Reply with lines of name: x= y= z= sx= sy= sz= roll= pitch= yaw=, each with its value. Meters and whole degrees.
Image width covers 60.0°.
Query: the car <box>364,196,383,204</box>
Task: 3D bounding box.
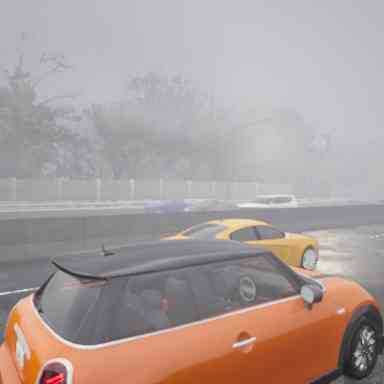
car: x=31.062 y=1.428 z=56.144 sx=4.553 sy=1.767 sz=2.097 roll=0 pitch=0 yaw=-35

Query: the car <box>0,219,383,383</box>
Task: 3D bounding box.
car: x=0.316 y=1.354 z=3.973 sx=4.553 sy=1.767 sz=2.097 roll=0 pitch=0 yaw=-35

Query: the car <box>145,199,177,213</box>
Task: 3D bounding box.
car: x=-2.204 y=1.494 z=32.513 sx=5.008 sy=1.535 sz=1.882 roll=0 pitch=0 yaw=-35

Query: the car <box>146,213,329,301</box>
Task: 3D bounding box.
car: x=1.427 y=1.484 z=9.063 sx=5.008 sy=1.535 sz=1.882 roll=0 pitch=0 yaw=-36

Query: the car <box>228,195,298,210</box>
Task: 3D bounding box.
car: x=5.756 y=1.241 z=25.295 sx=5.566 sy=2.045 sz=2.150 roll=0 pitch=0 yaw=-35

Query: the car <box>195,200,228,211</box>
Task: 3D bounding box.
car: x=2.763 y=1.582 z=27.458 sx=4.181 sy=1.385 sz=1.994 roll=0 pitch=0 yaw=-35

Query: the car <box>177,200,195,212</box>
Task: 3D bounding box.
car: x=1.466 y=1.511 z=30.831 sx=4.902 sy=1.511 sz=2.128 roll=0 pitch=0 yaw=-35
